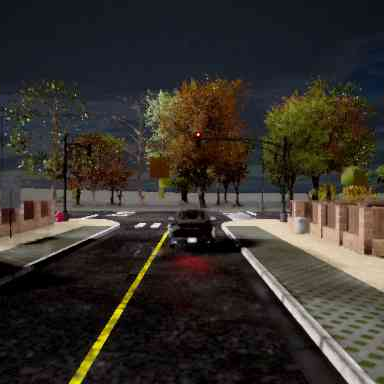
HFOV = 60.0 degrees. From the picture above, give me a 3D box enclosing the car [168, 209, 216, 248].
[{"bbox_3d":[0.000,1.516,14.650,1.837,1.490,4.892,0,0,0],"label":"car"}]
